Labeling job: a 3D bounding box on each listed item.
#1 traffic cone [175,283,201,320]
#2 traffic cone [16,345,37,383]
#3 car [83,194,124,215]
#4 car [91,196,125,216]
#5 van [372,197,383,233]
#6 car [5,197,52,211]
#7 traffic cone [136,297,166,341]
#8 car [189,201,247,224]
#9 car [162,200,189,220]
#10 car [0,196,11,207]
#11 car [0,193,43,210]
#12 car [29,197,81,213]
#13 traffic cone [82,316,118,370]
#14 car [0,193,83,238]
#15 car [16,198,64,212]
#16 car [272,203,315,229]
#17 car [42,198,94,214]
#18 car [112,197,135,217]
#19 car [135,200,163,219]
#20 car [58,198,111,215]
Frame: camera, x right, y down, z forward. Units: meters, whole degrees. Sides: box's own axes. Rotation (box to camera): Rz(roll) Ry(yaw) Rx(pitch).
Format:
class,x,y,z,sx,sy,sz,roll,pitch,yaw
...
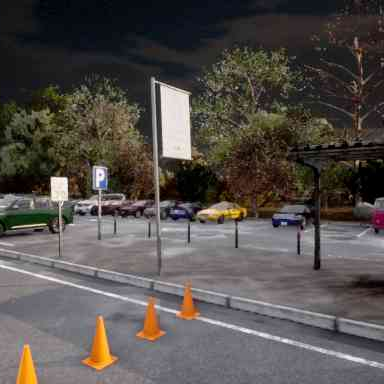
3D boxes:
class,x,y,z,sx,sy,sz,roll,pitch,yaw
traffic cone,-0.070,1.957,6.055,0.340,0.580,0.340,0,0,36
traffic cone,-1.796,1.957,3.607,0.340,0.580,0.340,0,0,35
car,-8.939,1.212,33.296,2.435,2.045,5.566,0,0,35
car,-6.649,1.466,31.728,2.097,1.535,5.008,0,0,35
van,11.583,1.264,19.053,1.878,1.987,4.442,0,0,35
car,-20.267,1.452,41.326,2.163,1.488,4.792,0,0,35
traffic cone,-0.645,1.957,5.240,0.340,0.580,0.340,0,0,35
car,2.325,1.475,25.189,1.946,1.575,5.366,0,0,35
car,0.178,1.504,26.960,2.163,1.488,4.792,0,0,35
car,-29.260,1.332,47.838,1.946,1.575,5.366,1,0,35
car,-22.568,1.153,42.874,2.435,2.045,5.566,0,0,35
car,-15.632,1.444,38.260,1.946,1.575,5.366,0,0,35
traffic cone,-1.221,1.957,4.423,0.340,0.580,0.340,0,0,35
car,-8.934,1.221,17.307,2.435,2.045,5.566,0,0,35
car,-18.023,1.469,39.679,2.163,1.488,4.792,0,0,35
car,6.958,1.513,22.125,2.163,1.488,4.792,0,0,35
car,-13.469,1.455,36.508,2.097,1.535,5.008,0,0,35
car,-4.377,1.469,30.132,2.097,1.535,5.008,0,0,35
car,-2.106,1.473,28.537,2.231,1.521,4.892,0,0,35
car,-11.196,1.461,34.910,2.231,1.521,4.892,0,0,35
